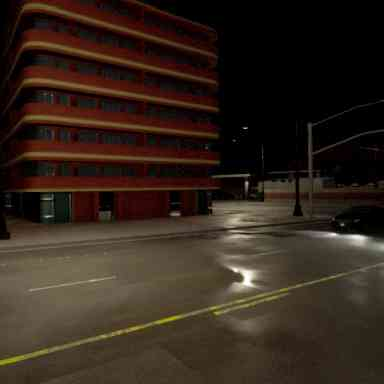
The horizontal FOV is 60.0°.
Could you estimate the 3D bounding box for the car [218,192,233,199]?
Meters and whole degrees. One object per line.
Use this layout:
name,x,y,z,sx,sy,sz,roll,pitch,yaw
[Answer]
car,8.936,0.930,86.187,4.611,1.667,2.242,-1,1,-35

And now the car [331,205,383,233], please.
car,10.217,1.531,19.744,4.674,1.442,1.812,0,0,-35

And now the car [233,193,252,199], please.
car,12.907,1.061,81.965,3.806,1.475,1.970,-1,1,-35
